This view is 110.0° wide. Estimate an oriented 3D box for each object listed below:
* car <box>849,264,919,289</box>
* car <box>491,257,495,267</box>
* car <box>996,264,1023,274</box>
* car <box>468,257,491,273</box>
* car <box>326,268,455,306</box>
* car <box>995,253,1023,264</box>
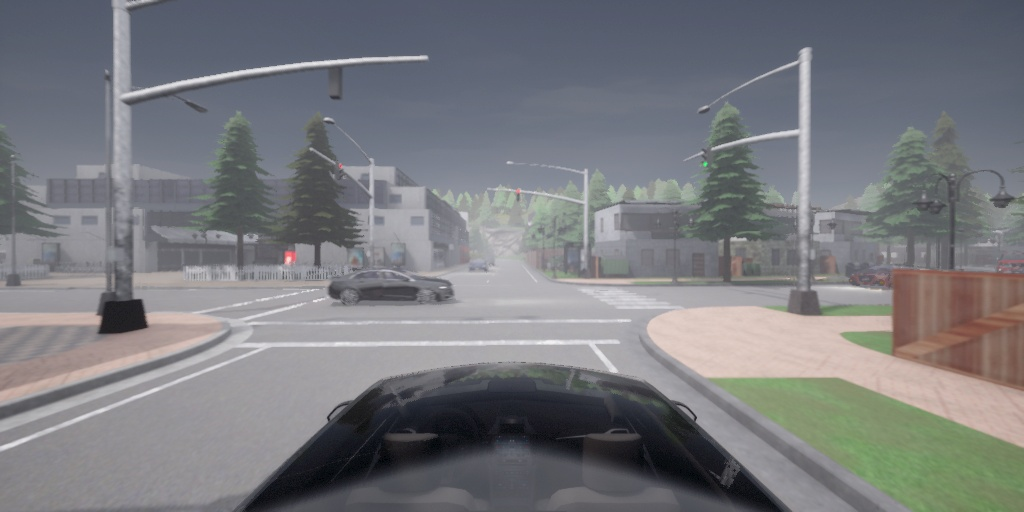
[{"bbox_3d":[22.261,1.154,21.153,4.181,1.385,1.994,0,0,-16],"label":"car"},{"bbox_3d":[-3.551,0.855,54.640,2.128,1.511,4.902,0,1,0],"label":"car"},{"bbox_3d":[27.986,1.212,18.695,4.718,1.301,1.895,0,0,-18],"label":"car"},{"bbox_3d":[-3.577,1.003,39.174,1.812,1.442,4.674,0,0,0],"label":"car"},{"bbox_3d":[-4.814,1.212,14.513,4.902,1.511,2.128,0,0,-4],"label":"car"},{"bbox_3d":[43.988,0.740,31.172,5.566,2.045,2.150,0,0,-36],"label":"car"}]
